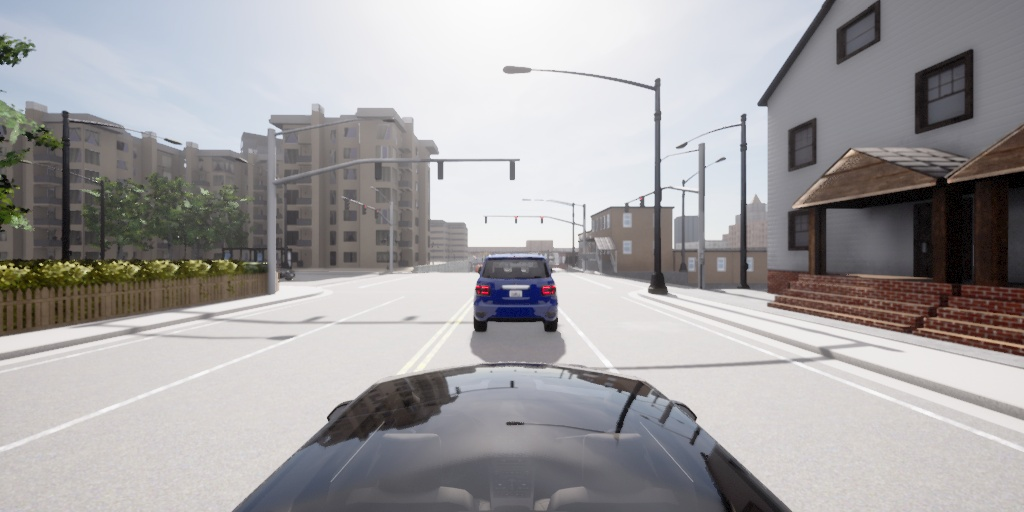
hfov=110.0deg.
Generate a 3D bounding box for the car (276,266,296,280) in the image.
[{"bbox_3d":[-19.591,1.245,28.152,4.674,1.442,1.812,0,0,1],"label":"car"}]

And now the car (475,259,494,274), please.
[{"bbox_3d":[-3.552,1.455,46.981,2.097,1.767,4.553,1,-5,0],"label":"car"}]

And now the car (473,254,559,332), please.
[{"bbox_3d":[0.102,0.961,10.959,2.150,2.045,5.566,0,0,0],"label":"car"}]
